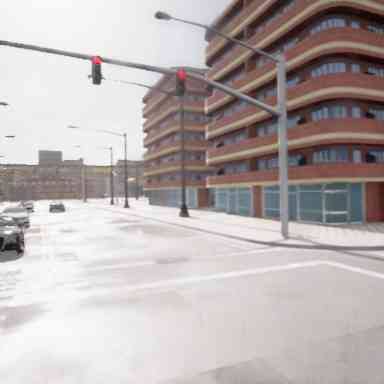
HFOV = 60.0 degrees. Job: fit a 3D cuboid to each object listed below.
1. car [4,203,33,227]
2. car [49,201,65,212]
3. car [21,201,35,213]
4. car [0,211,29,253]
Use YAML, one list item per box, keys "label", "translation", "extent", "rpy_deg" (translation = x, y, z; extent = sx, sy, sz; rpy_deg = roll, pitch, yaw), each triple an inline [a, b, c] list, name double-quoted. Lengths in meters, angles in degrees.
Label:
- label: "car"
  translation: [-12.699, 1.753, 23.998]
  extent: [1.812, 1.442, 4.674]
  rpy_deg: [-1, 0, -25]
- label: "car"
  translation: [-17.615, 1.849, 43.491]
  extent: [2.033, 1.411, 5.357]
  rpy_deg: [-1, 0, -24]
- label: "car"
  translation: [-21.366, 1.926, 43.080]
  extent: [2.033, 1.411, 5.357]
  rpy_deg: [-1, 0, -24]
- label: "car"
  translation: [-7.977, 1.709, 13.688]
  extent: [1.994, 1.385, 4.181]
  rpy_deg: [-1, 0, -25]
